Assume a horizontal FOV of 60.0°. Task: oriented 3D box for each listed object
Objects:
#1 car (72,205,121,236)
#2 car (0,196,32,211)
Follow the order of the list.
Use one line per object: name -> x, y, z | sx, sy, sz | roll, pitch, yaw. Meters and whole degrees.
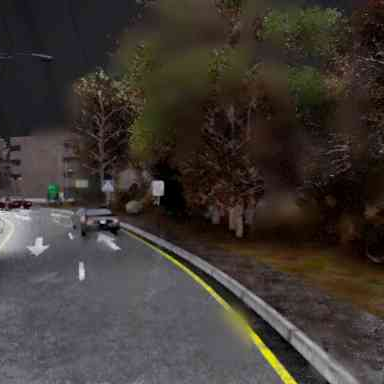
car -> -5.313, 1.421, 18.030 | 2.033, 1.411, 5.357 | 0, 1, -26
car -> -18.024, 1.089, 32.971 | 4.718, 1.301, 1.895 | 1, 1, 34
